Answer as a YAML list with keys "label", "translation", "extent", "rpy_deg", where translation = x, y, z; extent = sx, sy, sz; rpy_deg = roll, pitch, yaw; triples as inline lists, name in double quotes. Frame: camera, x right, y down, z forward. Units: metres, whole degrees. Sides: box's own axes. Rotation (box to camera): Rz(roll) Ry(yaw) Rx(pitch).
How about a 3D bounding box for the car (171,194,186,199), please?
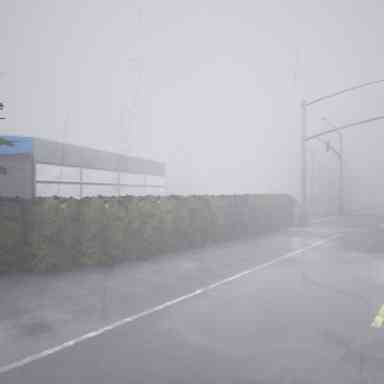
- label: "car"
  translation: [-3.537, 1.232, 89.811]
  extent: [1.970, 1.475, 3.806]
  rpy_deg: [0, 0, 38]

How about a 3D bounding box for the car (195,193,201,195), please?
- label: "car"
  translation: [1.722, 1.153, 86.119]
  extent: [2.152, 1.636, 5.027]
  rpy_deg: [0, 0, 38]

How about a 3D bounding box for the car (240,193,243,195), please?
- label: "car"
  translation: [11.810, 1.077, 78.250]
  extent: [1.905, 1.878, 3.866]
  rpy_deg: [0, 0, 38]

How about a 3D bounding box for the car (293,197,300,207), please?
- label: "car"
  translation: [12.918, 1.339, 44.716]
  extent: [2.007, 1.523, 4.514]
  rpy_deg: [0, 0, 38]

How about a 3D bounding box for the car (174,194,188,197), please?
- label: "car"
  translation: [-2.061, 1.298, 66.121]
  extent: [2.007, 1.523, 4.514]
  rpy_deg: [0, 0, 38]

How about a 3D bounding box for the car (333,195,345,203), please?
- label: "car"
  translation: [28.923, 1.374, 65.249]
  extent: [1.845, 1.501, 3.633]
  rpy_deg: [0, 0, 38]

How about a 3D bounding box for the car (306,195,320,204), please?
- label: "car"
  translation: [22.009, 1.384, 61.231]
  extent: [1.970, 1.475, 3.806]
  rpy_deg: [0, 0, 38]
